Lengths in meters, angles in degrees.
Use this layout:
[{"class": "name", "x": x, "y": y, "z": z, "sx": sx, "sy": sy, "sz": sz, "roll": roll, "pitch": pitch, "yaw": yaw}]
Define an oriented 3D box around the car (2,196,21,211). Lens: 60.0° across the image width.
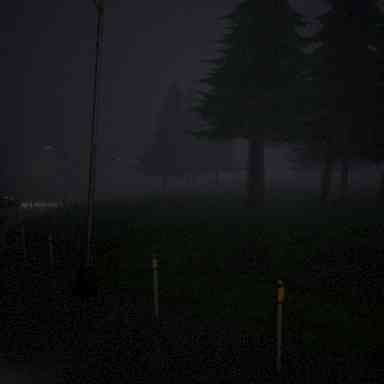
[{"class": "car", "x": -20.806, "y": 1.174, "z": 37.058, "sx": 2.128, "sy": 1.511, "sz": 4.902, "roll": 4, "pitch": 1, "yaw": -5}]
